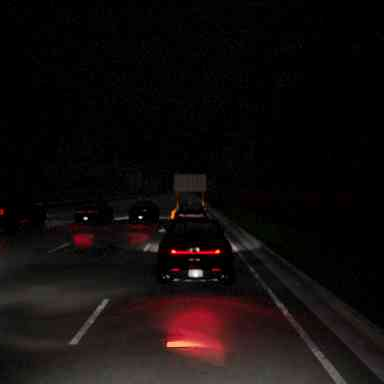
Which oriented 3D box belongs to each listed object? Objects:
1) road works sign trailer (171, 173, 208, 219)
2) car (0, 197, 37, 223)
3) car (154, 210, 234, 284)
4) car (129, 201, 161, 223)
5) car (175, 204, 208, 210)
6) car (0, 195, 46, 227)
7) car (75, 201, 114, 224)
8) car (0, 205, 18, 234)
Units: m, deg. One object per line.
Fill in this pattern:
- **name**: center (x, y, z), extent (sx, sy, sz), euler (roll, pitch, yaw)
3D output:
- **road works sign trailer**: center (-0.129, 0.414, 23.766), extent (2.380, 3.560, 2.880), euler (0, 0, -3)
- **car**: center (-14.025, 1.296, 25.640), extent (2.097, 1.767, 4.553), euler (0, 0, 0)
- **car**: center (0.068, 1.484, 9.513), extent (1.837, 1.490, 4.892), euler (0, 0, 0)
- **car**: center (-3.521, 1.452, 25.031), extent (1.837, 1.490, 4.892), euler (0, 0, 0)
- **car**: center (0.000, 1.446, 19.897), extent (2.128, 1.511, 4.902), euler (1, 0, 1)
- **car**: center (-10.485, 1.182, 19.119), extent (2.150, 2.045, 5.566), euler (0, 0, 0)
- **car**: center (-7.017, 1.454, 24.323), extent (1.837, 1.490, 4.892), euler (0, 1, 0)
- **car**: center (-3.402, 1.216, 1.597), extent (2.150, 2.045, 5.566), euler (0, 0, 0)
